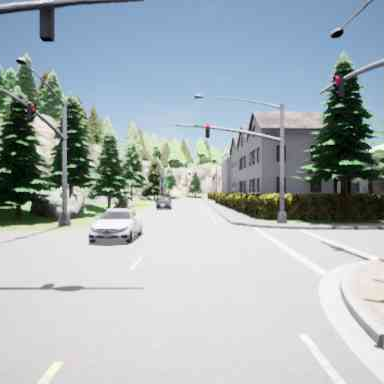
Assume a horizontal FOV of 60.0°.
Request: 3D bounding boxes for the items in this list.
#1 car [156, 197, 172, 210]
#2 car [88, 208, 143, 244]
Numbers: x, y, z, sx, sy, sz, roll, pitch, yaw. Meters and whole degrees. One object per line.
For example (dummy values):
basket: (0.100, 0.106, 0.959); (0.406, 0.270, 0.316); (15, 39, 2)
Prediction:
car: (-3.509, 1.450, 42.242); (2.128, 1.511, 4.902); (0, 0, 0)
car: (-3.503, 1.521, 15.970); (1.812, 1.442, 4.674); (0, 0, 0)
